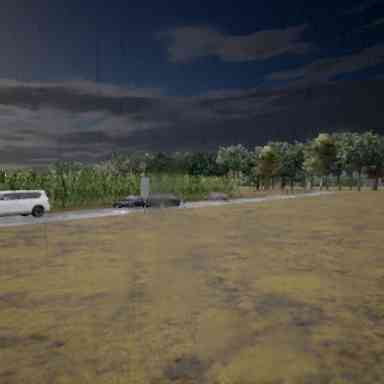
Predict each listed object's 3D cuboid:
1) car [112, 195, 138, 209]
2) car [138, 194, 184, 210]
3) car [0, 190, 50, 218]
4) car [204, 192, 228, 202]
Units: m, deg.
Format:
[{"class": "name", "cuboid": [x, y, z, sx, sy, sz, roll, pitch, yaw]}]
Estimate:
[{"class": "car", "cuboid": [-5.799, 1.004, 34.907, 2.033, 1.411, 5.357, 0, 1, 35]}, {"class": "car", "cuboid": [-2.817, 0.921, 34.036, 1.882, 1.535, 5.008, 0, 1, 35]}, {"class": "car", "cuboid": [-13.264, 0.921, 24.322, 2.150, 2.045, 5.566, 0, 1, 35]}, {"class": "car", "cuboid": [3.548, 0.722, 48.102, 1.994, 1.385, 4.181, 0, 1, 36]}]
